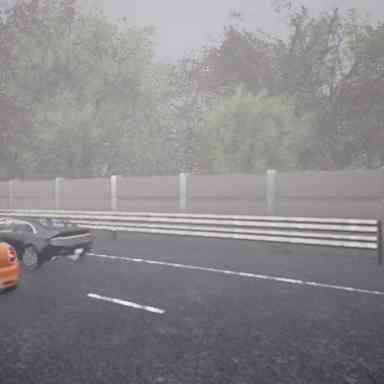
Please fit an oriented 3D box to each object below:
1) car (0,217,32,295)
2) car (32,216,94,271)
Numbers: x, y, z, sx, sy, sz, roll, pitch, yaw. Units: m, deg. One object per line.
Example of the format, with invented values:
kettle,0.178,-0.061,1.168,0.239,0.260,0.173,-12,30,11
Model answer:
car,-6.084,1.430,7.578,4.553,1.767,2.097,-1,0,30
car,-5.512,1.581,11.201,4.902,1.511,2.128,-1,0,29
